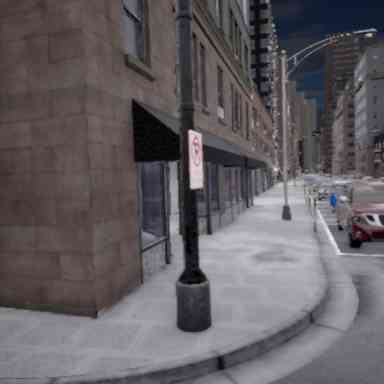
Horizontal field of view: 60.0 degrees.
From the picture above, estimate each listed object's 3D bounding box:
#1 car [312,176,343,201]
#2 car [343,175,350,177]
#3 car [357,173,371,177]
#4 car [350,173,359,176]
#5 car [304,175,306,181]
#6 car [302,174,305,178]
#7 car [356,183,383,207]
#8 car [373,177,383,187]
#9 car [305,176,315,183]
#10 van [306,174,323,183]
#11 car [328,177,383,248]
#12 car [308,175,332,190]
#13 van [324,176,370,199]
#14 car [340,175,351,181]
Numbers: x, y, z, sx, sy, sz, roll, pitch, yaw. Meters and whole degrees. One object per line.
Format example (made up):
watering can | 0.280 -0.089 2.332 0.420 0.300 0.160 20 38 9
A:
car | 10.963 -0.200 26.522 1.967 1.590 4.097 -1 3 18
car | 34.203 -3.045 70.974 1.967 1.590 4.097 -1 3 18
car | 29.166 -2.000 55.291 1.802 1.307 4.206 -1 3 18
car | 30.837 -2.568 60.508 2.192 1.841 5.009 -1 3 18
car | 21.051 -1.903 57.905 2.008 1.369 4.403 -1 3 18
car | 29.455 -3.392 84.054 1.947 1.339 4.313 -1 3 18
car | 12.390 0.123 22.230 1.895 1.301 4.718 -1 3 18
car | 25.804 -1.396 44.832 1.802 1.307 4.206 -1 3 18
car | 26.094 -2.776 73.596 1.802 1.307 4.206 -1 3 18
van | 19.364 -1.811 52.667 1.690 1.788 3.998 -1 3 18
car | 5.917 0.583 10.828 2.192 1.841 5.009 -1 3 18
car | 14.325 -0.805 36.982 1.967 1.590 4.097 -1 3 18
van | 7.598 0.306 16.058 1.690 1.788 3.998 -1 3 18
car | 37.568 -3.536 81.439 2.008 1.369 4.403 -1 3 18
